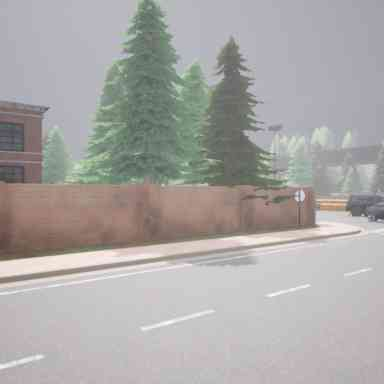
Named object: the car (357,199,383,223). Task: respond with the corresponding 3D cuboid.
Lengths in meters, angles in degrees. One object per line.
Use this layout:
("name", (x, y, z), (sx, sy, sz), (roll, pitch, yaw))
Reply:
("car", (14.312, 1.493, 23.143), (2.128, 1.511, 4.902), (0, 0, -12))

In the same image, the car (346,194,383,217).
("car", (16.498, 1.222, 29.329), (2.150, 2.045, 5.566), (0, 0, -35))

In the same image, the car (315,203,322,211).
("car", (13.184, 1.504, 40.107), (1.837, 1.490, 4.892), (0, 0, -35))
